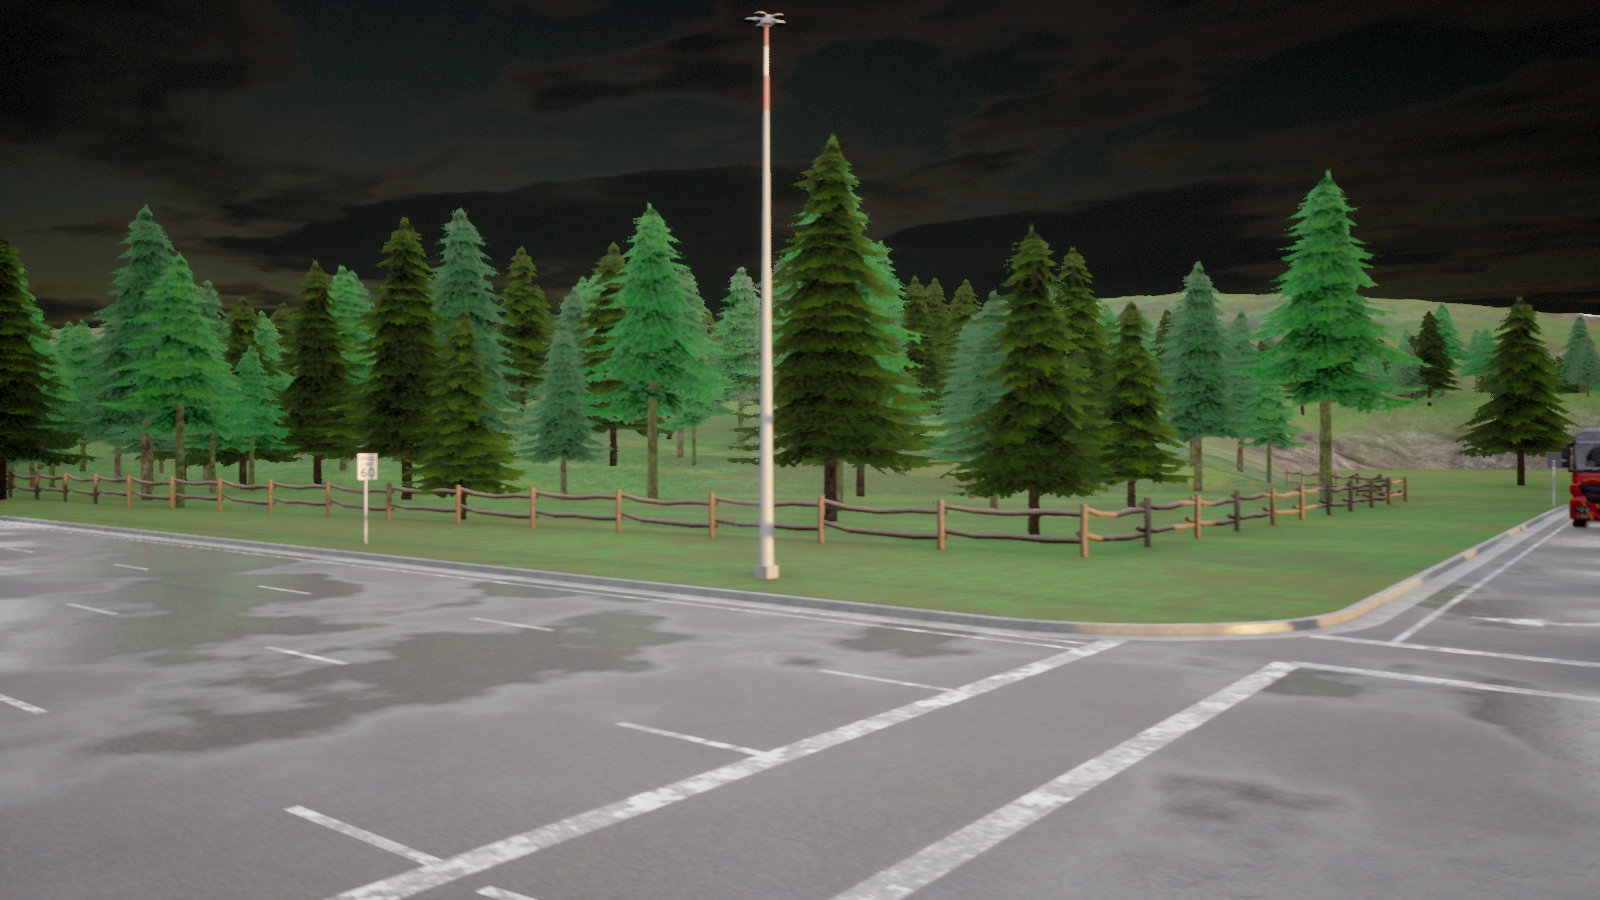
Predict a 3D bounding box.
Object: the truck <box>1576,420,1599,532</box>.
[{"bbox_3d":[30.509,0.891,41.876,2.891,3.827,8.468,0,0,38],"label":"truck"}]
